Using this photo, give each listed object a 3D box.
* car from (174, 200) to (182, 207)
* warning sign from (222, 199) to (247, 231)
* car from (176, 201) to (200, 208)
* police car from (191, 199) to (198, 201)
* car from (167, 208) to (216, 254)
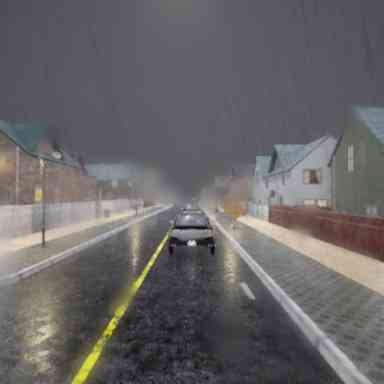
[{"bbox_3d":[-2.771,2.442,71.014,1.837,1.490,4.892,0,-1,0],"label":"car"},{"bbox_3d":[2.502,1.334,19.627,1.300,1.860,1.060,-1,-1,0],"label":"warning sign"},{"bbox_3d":[-0.005,1.833,29.300,2.128,1.511,4.902,0,-1,0],"label":"car"},{"bbox_3d":[0.796,2.768,93.720,1.930,1.638,5.238,0,-1,0],"label":"police car"},{"bbox_3d":[-0.001,1.649,14.290,2.128,1.511,4.902,0,-1,0],"label":"car"}]
